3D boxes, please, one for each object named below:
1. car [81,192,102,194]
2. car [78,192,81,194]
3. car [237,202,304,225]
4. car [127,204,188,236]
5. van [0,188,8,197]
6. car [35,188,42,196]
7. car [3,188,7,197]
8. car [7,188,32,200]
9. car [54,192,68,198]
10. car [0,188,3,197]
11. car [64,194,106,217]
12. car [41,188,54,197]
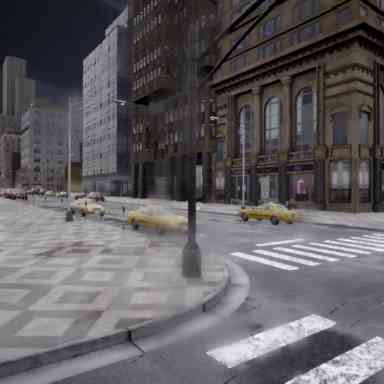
[{"bbox_3d":[-14.559,0.697,49.676,1.967,1.590,4.097,1,0,-35],"label":"car"},{"bbox_3d":[-17.849,0.712,54.297,1.887,1.381,4.507,1,0,-35],"label":"car"},{"bbox_3d":[5.060,1.329,22.092,1.752,1.417,4.829,1,0,-35],"label":"car"},{"bbox_3d":[-1.684,1.291,16.866,1.752,1.417,4.829,2,0,-35],"label":"car"},{"bbox_3d":[-41.221,0.032,72.454,1.690,1.788,3.998,1,0,-35],"label":"van"},{"bbox_3d":[-34.276,0.050,77.398,2.192,1.841,5.009,1,0,-35],"label":"car"},{"bbox_3d":[-31.359,0.262,58.592,2.192,1.841,5.009,1,0,-35],"label":"car"},{"bbox_3d":[-28.072,0.349,53.971,2.192,1.841,5.009,2,0,-35],"label":"car"},{"bbox_3d":[-24.423,0.573,63.537,1.802,1.307,4.206,1,0,-35],"label":"car"},{"bbox_3d":[-37.937,0.215,67.833,1.967,1.590,4.097,1,0,-35],"label":"car"},{"bbox_3d":[-8.257,1.106,26.108,1.752,1.417,4.829,2,0,-35],"label":"car"},{"bbox_3d":[-31.093,0.342,72.916,1.752,1.417,4.829,1,0,-35],"label":"car"}]
